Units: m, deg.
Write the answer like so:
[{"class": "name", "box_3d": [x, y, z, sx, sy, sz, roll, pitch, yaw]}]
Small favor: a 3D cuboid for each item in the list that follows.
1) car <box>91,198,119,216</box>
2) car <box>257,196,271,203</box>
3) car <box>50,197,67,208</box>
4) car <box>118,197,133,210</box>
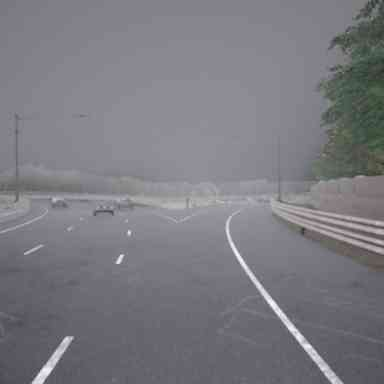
[{"class": "car", "box_3d": [-8.715, 1.476, 32.392, 2.033, 1.411, 5.357, 0, 0, -19]}, {"class": "car", "box_3d": [15.730, 1.739, 74.151, 1.812, 1.442, 4.674, 0, -2, 22]}, {"class": "car", "box_3d": [-19.072, 1.459, 47.483, 1.812, 1.442, 4.674, 0, 0, -28]}, {"class": "car", "box_3d": [-8.719, 1.383, 41.938, 2.128, 1.511, 4.902, 0, 0, -23]}]
